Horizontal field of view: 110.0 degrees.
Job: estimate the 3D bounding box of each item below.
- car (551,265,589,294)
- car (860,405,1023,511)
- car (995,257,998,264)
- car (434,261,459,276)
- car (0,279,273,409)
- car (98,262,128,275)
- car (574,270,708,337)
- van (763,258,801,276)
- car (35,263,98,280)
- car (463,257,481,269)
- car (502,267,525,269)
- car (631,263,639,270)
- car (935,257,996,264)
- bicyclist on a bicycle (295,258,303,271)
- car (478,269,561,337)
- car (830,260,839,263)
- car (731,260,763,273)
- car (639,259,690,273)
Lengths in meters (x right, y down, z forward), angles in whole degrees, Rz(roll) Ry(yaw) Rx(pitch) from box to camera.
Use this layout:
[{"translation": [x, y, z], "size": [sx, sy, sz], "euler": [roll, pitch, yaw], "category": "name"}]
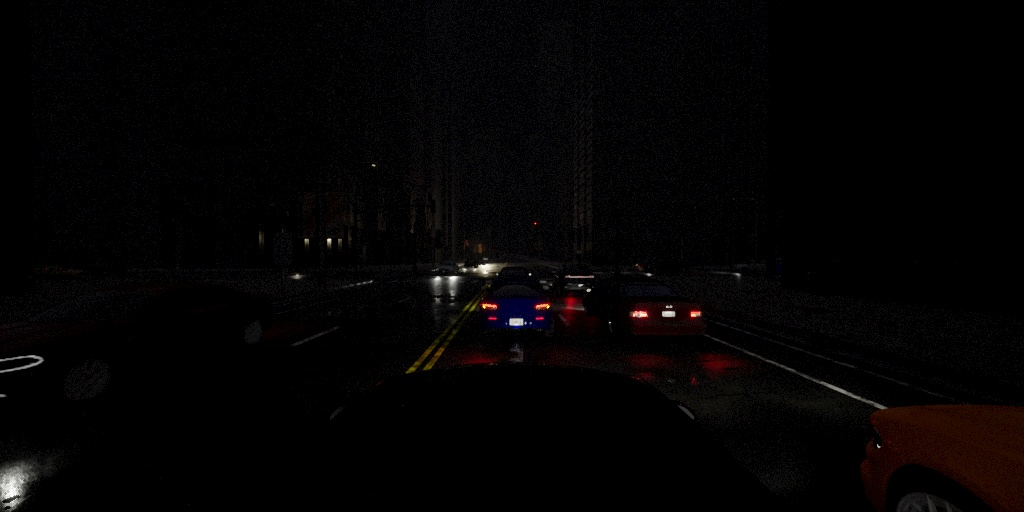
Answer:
[{"translation": [3.344, 1.230, 19.962], "size": [2.128, 1.511, 4.902], "euler": [0, 0, 0], "category": "car"}, {"translation": [3.349, 1.228, 0.390], "size": [1.882, 1.535, 5.008], "euler": [0, 0, 0], "category": "car"}, {"translation": [49.280, 1.048, 35.115], "size": [5.009, 1.841, 2.192], "euler": [0, 0, 0], "category": "car"}, {"translation": [-6.597, 1.250, 36.980], "size": [1.812, 1.442, 4.674], "euler": [0, 0, 0], "category": "car"}, {"translation": [-6.600, 1.226, 6.409], "size": [1.882, 1.535, 5.008], "euler": [0, 0, 0], "category": "car"}, {"translation": [-46.428, 1.363, 40.686], "size": [4.507, 1.381, 1.888], "euler": [0, 0, 0], "category": "car"}, {"translation": [3.349, 1.294, 10.214], "size": [2.033, 1.411, 5.357], "euler": [0, 0, 0], "category": "car"}, {"translation": [27.518, 1.088, 35.237], "size": [3.998, 1.789, 1.690], "euler": [0, 0, 0], "category": "van"}, {"translation": [-40.834, 1.450, 32.165], "size": [4.829, 1.417, 1.751], "euler": [0, 0, 0], "category": "car"}, {"translation": [-6.585, 1.191, 57.583], "size": [1.882, 1.535, 5.008], "euler": [0, 0, 0], "category": "car"}, {"translation": [0.092, 1.286, 19.689], "size": [2.033, 1.411, 5.357], "euler": [0, 0, 0], "category": "car"}, {"translation": [16.682, 1.073, 43.822], "size": [4.097, 1.591, 1.967], "euler": [0, 0, 0], "category": "car"}, {"translation": [43.839, 1.171, 35.145], "size": [4.097, 1.591, 1.967], "euler": [0, 0, 0], "category": "car"}, {"translation": [-25.888, 1.003, 43.552], "size": [0.582, 1.620, 1.656], "euler": [0, 1, 0], "category": "bicyclist on a bicycle"}, {"translation": [0.091, 1.272, 10.115], "size": [1.812, 1.442, 4.674], "euler": [0, 0, 0], "category": "car"}, {"translation": [32.959, 1.323, 35.206], "size": [4.207, 1.307, 1.802], "euler": [0, 0, 0], "category": "car"}, {"translation": [27.652, 1.186, 41.071], "size": [4.674, 1.442, 1.812], "euler": [0, 1, 0], "category": "car"}, {"translation": [17.712, 1.149, 41.143], "size": [5.008, 1.535, 1.882], "euler": [0, 1, 0], "category": "car"}]
